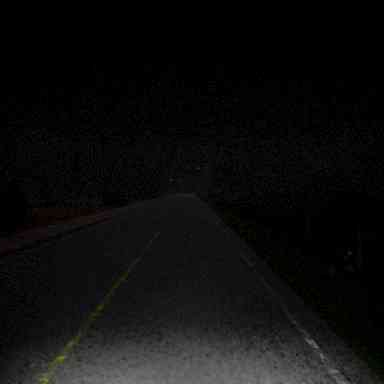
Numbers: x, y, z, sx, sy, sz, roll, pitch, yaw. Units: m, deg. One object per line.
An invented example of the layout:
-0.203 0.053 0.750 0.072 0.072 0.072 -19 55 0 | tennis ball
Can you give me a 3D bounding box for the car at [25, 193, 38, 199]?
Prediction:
-35.584 1.042 71.341 4.902 1.511 2.128 0 0 -3 | car
